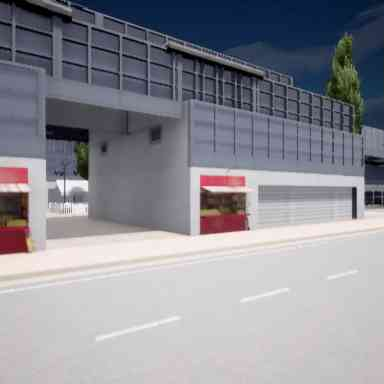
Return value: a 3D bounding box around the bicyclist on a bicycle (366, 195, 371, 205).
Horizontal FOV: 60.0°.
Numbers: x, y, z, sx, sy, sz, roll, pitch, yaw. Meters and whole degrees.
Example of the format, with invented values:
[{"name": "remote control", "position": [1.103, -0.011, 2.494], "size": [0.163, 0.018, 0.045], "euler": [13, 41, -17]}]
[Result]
[{"name": "bicyclist on a bicycle", "position": [27.115, 1.276, 51.050], "size": [1.656, 1.620, 0.582], "euler": [0, 0, -37]}]
